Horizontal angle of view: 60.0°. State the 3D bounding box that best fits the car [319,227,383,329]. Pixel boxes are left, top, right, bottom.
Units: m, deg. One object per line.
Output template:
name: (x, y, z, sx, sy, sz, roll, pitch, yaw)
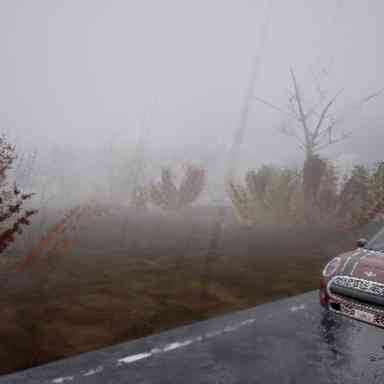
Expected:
car: (4.601, 1.419, 6.659, 4.553, 1.767, 2.097, 1, 0, -35)
